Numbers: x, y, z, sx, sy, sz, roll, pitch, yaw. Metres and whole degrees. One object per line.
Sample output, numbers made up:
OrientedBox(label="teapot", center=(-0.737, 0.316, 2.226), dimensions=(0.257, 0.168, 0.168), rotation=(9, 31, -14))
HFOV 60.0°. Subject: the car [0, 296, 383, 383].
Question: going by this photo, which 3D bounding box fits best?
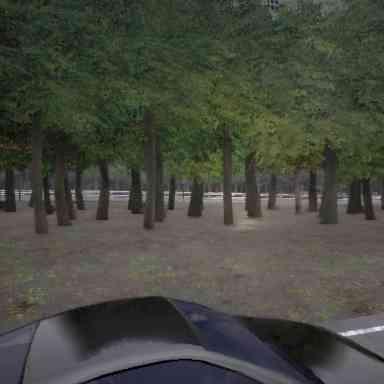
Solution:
OrientedBox(label="car", center=(-0.179, 1.563, 2.396), dimensions=(4.181, 1.385, 1.994), rotation=(0, 0, -19))
